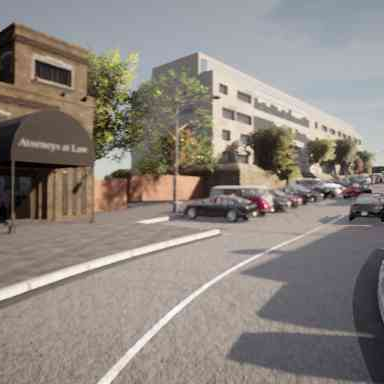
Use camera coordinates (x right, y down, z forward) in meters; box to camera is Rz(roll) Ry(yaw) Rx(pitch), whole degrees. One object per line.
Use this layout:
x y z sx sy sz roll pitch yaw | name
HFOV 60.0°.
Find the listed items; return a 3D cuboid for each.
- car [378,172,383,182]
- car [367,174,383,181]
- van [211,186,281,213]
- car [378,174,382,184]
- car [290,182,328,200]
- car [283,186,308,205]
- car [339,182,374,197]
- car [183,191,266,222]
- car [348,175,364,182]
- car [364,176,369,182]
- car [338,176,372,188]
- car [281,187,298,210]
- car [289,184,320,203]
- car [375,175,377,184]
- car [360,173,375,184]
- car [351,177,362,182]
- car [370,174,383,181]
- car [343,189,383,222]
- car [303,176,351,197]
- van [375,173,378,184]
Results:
33.153 -2.336 63.233 4.553 1.767 2.185 1 4 36 | car
44.639 -3.388 79.028 5.366 1.575 1.946 1 4 36 | car
3.427 0.574 22.784 4.442 1.987 1.878 1 3 36 | van
31.527 -2.003 60.982 4.674 1.452 2.002 1 4 36 | car
9.964 0.136 31.837 4.892 1.521 2.231 1 4 36 | car
6.652 0.509 27.351 4.674 1.452 2.002 1 4 36 | car
16.172 0.052 32.560 1.895 1.301 4.718 1 4 37 | car
1.676 0.941 20.606 4.892 1.521 2.231 1 3 36 | car
21.547 -1.164 47.540 4.553 1.767 2.185 1 4 36 | car
23.211 -1.176 49.789 4.792 1.488 2.163 1 4 36 | car
26.572 -1.665 54.229 4.553 1.767 2.185 1 4 36 | car
4.992 0.638 25.112 4.892 1.521 2.231 1 4 36 | car
8.242 0.311 29.487 4.892 1.521 2.231 1 4 36 | car
28.185 -1.678 56.513 4.792 1.488 2.163 1 4 36 | car
24.862 -1.624 52.014 5.566 2.045 2.435 1 4 36 | car
19.942 -0.840 45.268 4.792 1.488 2.163 1 4 36 | car
46.424 -3.521 81.178 4.792 1.488 2.163 1 4 36 | car
10.564 0.839 19.615 1.812 1.442 4.674 1 4 36 | car
16.499 -0.654 40.713 4.553 1.767 2.185 1 4 36 | car
29.766 -2.102 58.796 4.442 1.987 1.878 1 4 36 | van
